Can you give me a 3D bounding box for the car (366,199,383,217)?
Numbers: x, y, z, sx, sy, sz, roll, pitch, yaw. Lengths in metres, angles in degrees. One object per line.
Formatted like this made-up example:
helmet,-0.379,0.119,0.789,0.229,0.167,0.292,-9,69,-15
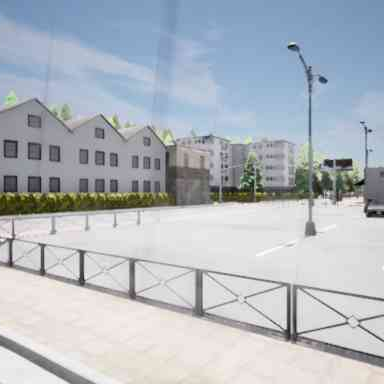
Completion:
car,15.346,1.297,26.864,2.007,1.523,4.514,0,0,35
